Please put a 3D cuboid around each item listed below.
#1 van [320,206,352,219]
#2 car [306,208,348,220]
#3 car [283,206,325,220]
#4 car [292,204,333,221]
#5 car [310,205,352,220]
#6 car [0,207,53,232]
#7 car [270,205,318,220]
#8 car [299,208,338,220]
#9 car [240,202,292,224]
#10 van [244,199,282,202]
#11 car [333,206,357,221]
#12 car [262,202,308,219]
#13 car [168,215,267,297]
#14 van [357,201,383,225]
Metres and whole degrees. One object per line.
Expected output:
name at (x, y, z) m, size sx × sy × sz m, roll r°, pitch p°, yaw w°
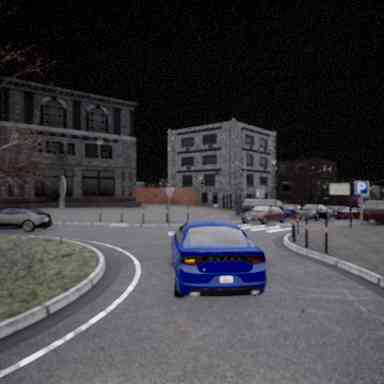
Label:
van at (23.299, 3.335, 53.860) m, size 4.442 × 1.987 × 1.878 m, roll 0°, pitch -4°, yaw 40°
car at (20.010, 3.210, 49.492) m, size 5.366 × 1.575 × 1.946 m, roll 0°, pitch -4°, yaw 40°
car at (14.502, 2.709, 43.204) m, size 4.792 × 1.488 × 2.163 m, roll 0°, pitch -4°, yaw 40°
car at (12.034, 1.975, 33.213) m, size 2.097 × 1.767 × 4.553 m, roll 0°, pitch -3°, yaw 40°
car at (21.572, 3.132, 51.675) m, size 5.566 × 2.045 × 2.435 m, roll 0°, pitch -4°, yaw 40°
car at (-10.482, 1.563, 19.589) m, size 4.181 × 1.385 × 1.994 m, roll 0°, pitch 0°, yaw 4°
car at (12.543, 2.498, 41.214) m, size 5.366 × 1.575 × 1.946 m, roll 0°, pitch -4°, yaw 40°
car at (17.992, 3.067, 47.383) m, size 4.674 × 1.452 × 2.002 m, roll 0°, pitch -4°, yaw 40°
car at (5.652, 1.712, 25.703) m, size 1.812 × 1.442 × 4.674 m, roll 0°, pitch -2°, yaw 41°
van at (7.144, 1.763, 34.707) m, size 4.442 × 1.987 × 1.878 m, roll 0°, pitch -3°, yaw 40°
car at (20.141, 2.890, 42.809) m, size 1.882 × 1.535 × 5.008 m, roll 0°, pitch -3°, yaw 40°
car at (10.835, 2.190, 38.854) m, size 4.553 × 1.767 × 2.185 m, roll 0°, pitch -3°, yaw 40°
car at (0.425, 1.477, 8.656) m, size 1.882 × 1.535 × 5.008 m, roll 0°, pitch 0°, yaw -5°
van at (15.120, 1.642, 24.678) m, size 4.442 × 1.987 × 1.878 m, roll 0°, pitch -3°, yaw 40°
